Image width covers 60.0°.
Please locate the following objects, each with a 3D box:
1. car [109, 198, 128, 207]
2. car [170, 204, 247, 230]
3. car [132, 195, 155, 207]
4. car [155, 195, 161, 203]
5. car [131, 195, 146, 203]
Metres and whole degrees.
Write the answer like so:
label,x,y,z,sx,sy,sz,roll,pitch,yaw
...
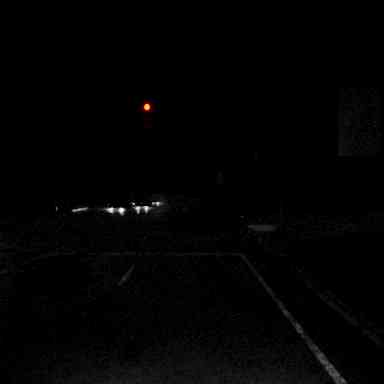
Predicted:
label,x,y,z,sx,sy,sz,roll,pitch,yaw
car,-10.546,1.480,48.024,1.895,1.301,4.718,0,0,0
car,1.009,1.479,20.261,4.674,1.442,1.812,0,0,-3
car,-7.043,1.440,48.663,1.994,1.385,4.181,0,0,0
car,-6.992,1.335,63.570,1.994,1.385,4.181,0,1,1
car,-10.464,1.298,65.282,2.033,1.411,5.357,0,1,1
